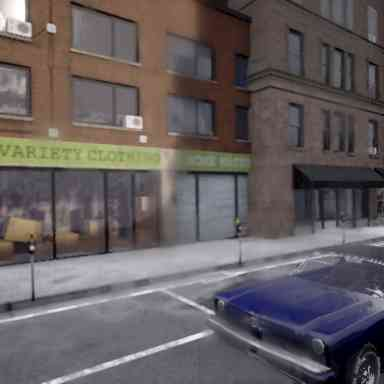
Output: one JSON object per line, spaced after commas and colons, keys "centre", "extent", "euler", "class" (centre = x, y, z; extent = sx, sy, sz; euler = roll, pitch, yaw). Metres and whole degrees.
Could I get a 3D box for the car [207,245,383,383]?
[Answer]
{"centre": [2.544, 1.582, 5.090], "extent": [4.718, 1.301, 1.895], "euler": [0, 0, -36], "class": "car"}
